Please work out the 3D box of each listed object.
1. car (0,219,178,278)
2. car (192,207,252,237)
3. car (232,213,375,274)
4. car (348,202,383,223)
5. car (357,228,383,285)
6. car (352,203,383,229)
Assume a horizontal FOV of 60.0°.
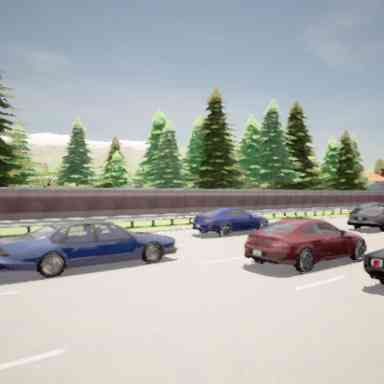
[{"bbox_3d":[-3.069,1.558,10.163,5.357,1.411,2.033,0,0,-35],"label":"car"},{"bbox_3d":[2.184,1.562,18.201,4.674,1.442,1.812,0,0,-35],"label":"car"},{"bbox_3d":[3.708,1.553,10.692,4.674,1.442,1.812,0,0,-35],"label":"car"},{"bbox_3d":[14.966,1.607,27.317,4.674,1.442,1.812,0,0,-35],"label":"car"},{"bbox_3d":[6.343,1.630,8.271,4.718,1.301,1.895,0,0,-35],"label":"car"},{"bbox_3d":[11.828,1.610,20.780,5.357,1.411,2.033,0,0,-35],"label":"car"}]
